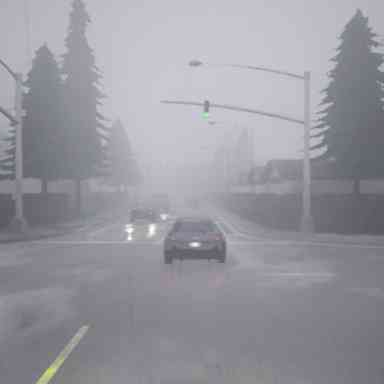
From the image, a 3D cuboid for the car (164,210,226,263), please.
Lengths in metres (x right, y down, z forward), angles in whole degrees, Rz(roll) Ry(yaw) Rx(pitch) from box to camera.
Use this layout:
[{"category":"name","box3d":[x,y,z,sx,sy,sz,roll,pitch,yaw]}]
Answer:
[{"category":"car","box3d":[0.094,1.537,11.915,1.994,1.385,4.181,0,0,0]}]

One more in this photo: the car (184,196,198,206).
[{"category":"car","box3d":[-0.164,1.370,51.913,2.128,1.511,4.902,0,1,-3]}]

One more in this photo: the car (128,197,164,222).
[{"category":"car","box3d":[-3.600,1.428,26.198,1.882,1.535,5.008,0,0,0]}]

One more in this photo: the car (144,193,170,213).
[{"category":"car","box3d":[-3.601,1.150,36.854,2.150,2.045,5.566,0,0,0]}]

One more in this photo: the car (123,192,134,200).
[{"category":"car","box3d":[-16.811,0.923,80.787,3.866,1.878,1.905,0,0,-1]}]
